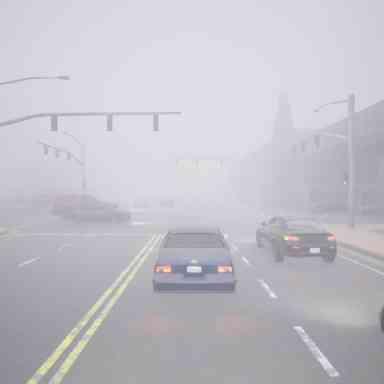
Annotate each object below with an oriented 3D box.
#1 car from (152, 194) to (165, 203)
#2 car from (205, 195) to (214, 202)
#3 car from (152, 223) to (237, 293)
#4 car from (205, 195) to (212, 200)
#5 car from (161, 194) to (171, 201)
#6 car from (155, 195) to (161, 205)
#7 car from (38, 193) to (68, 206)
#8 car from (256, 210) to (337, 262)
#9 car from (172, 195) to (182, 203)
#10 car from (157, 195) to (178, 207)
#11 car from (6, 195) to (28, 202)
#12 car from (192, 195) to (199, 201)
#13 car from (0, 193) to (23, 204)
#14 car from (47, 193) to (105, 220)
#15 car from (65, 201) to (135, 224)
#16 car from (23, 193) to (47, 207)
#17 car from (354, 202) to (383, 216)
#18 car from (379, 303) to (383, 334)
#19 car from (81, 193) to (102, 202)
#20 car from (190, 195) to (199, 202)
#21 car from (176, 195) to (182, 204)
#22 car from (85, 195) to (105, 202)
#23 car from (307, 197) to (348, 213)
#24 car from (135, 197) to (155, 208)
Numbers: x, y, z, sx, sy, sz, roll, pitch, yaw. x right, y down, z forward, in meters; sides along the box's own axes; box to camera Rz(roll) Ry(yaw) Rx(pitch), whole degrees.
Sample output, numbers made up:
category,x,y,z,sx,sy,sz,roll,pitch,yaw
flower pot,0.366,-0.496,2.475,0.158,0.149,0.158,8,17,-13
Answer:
category,x,y,z,sx,sy,sz,roll,pitch,yaw
car,-6.705,1.353,67.715,2.097,1.767,4.553,0,0,2
car,4.102,1.549,78.736,1.994,1.385,4.181,0,0,2
car,0.060,1.547,8.963,2.033,1.411,5.357,0,0,0
car,4.359,1.470,88.527,1.994,1.385,4.181,0,0,2
car,-6.327,1.397,81.575,1.882,1.535,5.008,0,0,2
car,-7.031,1.564,57.705,1.994,1.385,4.181,0,0,2
car,-21.415,1.156,51.285,3.866,1.878,1.905,0,0,0
car,3.566,1.526,11.954,1.812,1.442,4.674,0,0,0
car,-3.097,1.500,71.232,1.837,1.490,4.892,0,0,2
car,-3.687,1.601,50.885,1.895,1.301,4.718,0,0,1
car,-38.895,1.364,73.795,3.905,1.438,1.784,0,0,0
car,0.860,1.524,88.613,1.812,1.442,4.674,0,0,2
car,-38.960,1.153,70.899,4.605,1.855,1.932,0,0,0
car,-9.017,1.223,28.360,5.566,2.045,2.150,0,0,-15
car,-6.532,1.564,24.003,4.181,1.385,1.994,0,0,-3
car,-21.471,1.153,48.391,4.605,1.855,1.932,0,0,0
car,18.263,1.601,31.706,4.718,1.301,1.895,0,0,0
car,3.595,1.526,2.848,1.812,1.442,4.674,0,0,1
car,-21.440,1.156,70.909,3.866,1.878,1.905,0,0,0
car,0.506,1.478,74.983,1.882,1.535,5.008,0,0,2
car,-3.431,1.564,60.943,1.994,1.385,4.181,0,0,2
car,-21.427,1.395,73.804,3.806,1.475,1.970,0,0,0
car,14.670,1.352,35.220,4.553,1.767,2.097,0,0,0
car,-7.226,1.492,48.793,2.128,1.511,4.902,0,0,1
